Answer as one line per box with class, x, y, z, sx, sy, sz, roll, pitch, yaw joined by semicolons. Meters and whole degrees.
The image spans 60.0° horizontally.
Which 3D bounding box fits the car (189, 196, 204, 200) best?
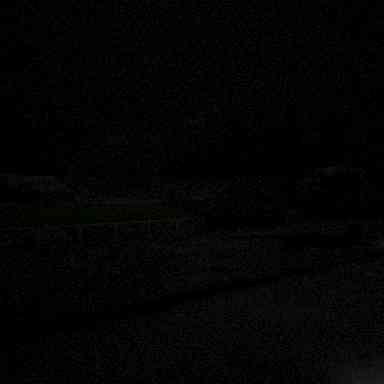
car;0.998;1.510;66.257;1.882;1.535;5.008;0;0;-35
